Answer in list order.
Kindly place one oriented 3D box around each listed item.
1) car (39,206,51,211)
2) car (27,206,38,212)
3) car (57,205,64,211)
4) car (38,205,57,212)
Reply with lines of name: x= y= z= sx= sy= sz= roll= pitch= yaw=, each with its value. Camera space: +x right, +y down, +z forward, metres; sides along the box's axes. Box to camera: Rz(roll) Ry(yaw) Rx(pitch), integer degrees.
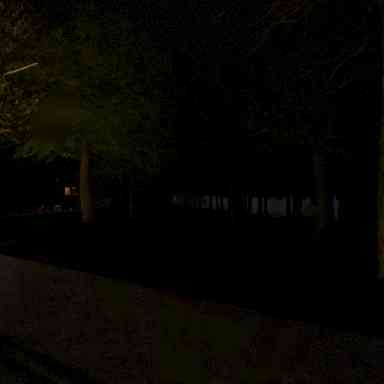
car: x=-38.355 y=4.273 z=86.988 sx=1.994 sy=1.385 sz=4.181 roll=0 pitch=-2 yaw=-9
car: x=-36.705 y=3.910 z=77.083 sx=1.837 sy=1.490 sz=4.892 roll=0 pitch=-2 yaw=-9
car: x=-35.149 y=4.236 z=87.523 sx=2.128 sy=1.511 sz=4.902 roll=0 pitch=-2 yaw=-9
car: x=-33.436 y=3.884 z=77.240 sx=1.837 sy=1.490 sz=4.892 roll=0 pitch=-2 yaw=-9
